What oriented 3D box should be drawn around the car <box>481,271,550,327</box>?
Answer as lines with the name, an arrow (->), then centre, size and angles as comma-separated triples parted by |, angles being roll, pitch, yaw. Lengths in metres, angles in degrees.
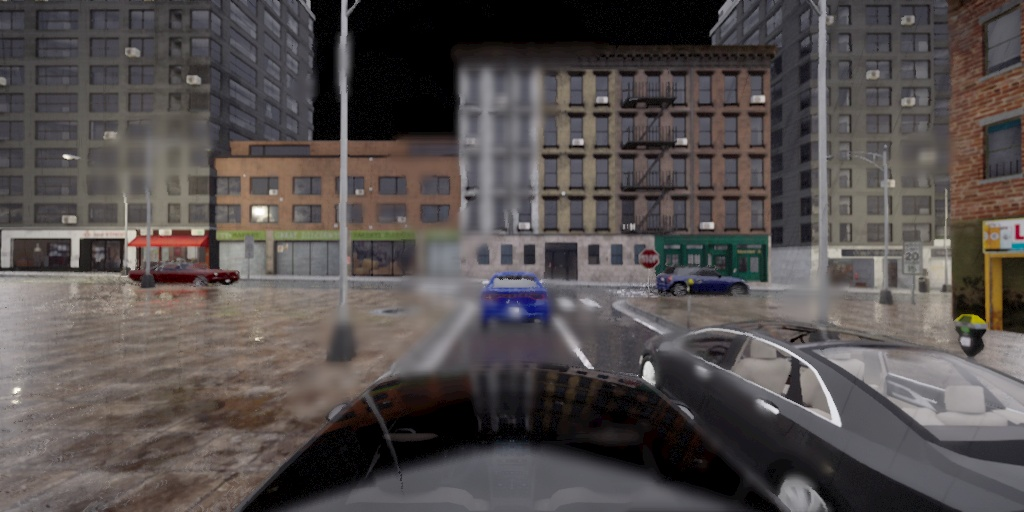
car -> 0.076, 1.224, 11.481 | 1.882, 1.535, 5.008 | 0, 0, -1

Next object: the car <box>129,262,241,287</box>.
car -> -17.860, 1.021, 19.766 | 4.718, 1.301, 1.895 | 1, 0, 0

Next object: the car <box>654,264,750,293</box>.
car -> 10.330, 1.340, 19.574 | 4.553, 1.767, 2.097 | 1, 0, 0

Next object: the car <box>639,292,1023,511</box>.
car -> 2.642, 1.300, 3.463 | 2.007, 1.370, 4.403 | 0, 0, 0
